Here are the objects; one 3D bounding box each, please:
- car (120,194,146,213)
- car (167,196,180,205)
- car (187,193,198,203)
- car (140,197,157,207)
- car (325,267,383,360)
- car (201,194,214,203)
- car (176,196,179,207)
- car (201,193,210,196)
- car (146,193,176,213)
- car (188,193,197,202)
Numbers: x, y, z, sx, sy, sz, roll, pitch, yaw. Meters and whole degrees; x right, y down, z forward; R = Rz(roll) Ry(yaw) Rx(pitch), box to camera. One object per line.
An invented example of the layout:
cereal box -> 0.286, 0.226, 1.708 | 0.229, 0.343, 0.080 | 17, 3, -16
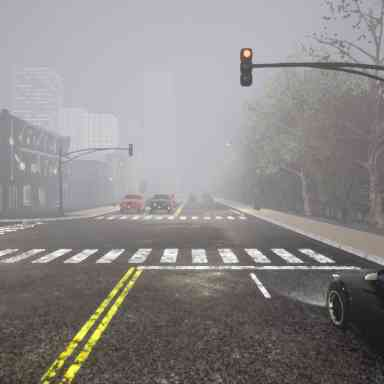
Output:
car -> -6.568, 1.211, 37.382 | 2.150, 2.045, 5.566 | 0, 0, 0
car -> -3.288, 1.457, 58.891 | 1.882, 1.535, 5.008 | 0, 1, 1
car -> 0.159, 1.452, 67.922 | 1.882, 1.535, 5.008 | 0, 0, 0
car -> -6.552, 1.547, 50.157 | 1.994, 1.385, 4.181 | 0, 0, 0
car -> 3.353, 1.563, 4.245 | 1.994, 1.385, 4.181 | 0, 0, 0
car -> 3.408, 1.576, 66.883 | 1.895, 1.301, 4.718 | 0, 0, 0
car -> -3.298, 1.206, 47.341 | 2.150, 2.045, 5.566 | 0, 0, 1
car -> 3.315, 1.195, 76.863 | 2.150, 2.045, 5.566 | 0, 0, 0
car -> -3.321, 1.210, 36.629 | 2.150, 2.045, 5.566 | 0, 0, 0
car -> 0.067, 1.194, 78.115 | 2.150, 2.045, 5.566 | 0, 0, 0
